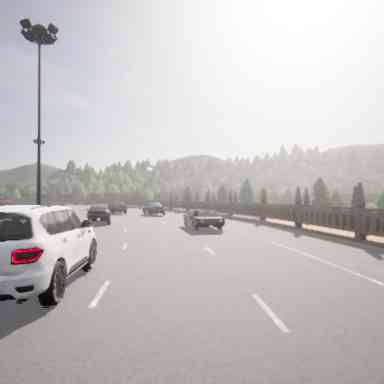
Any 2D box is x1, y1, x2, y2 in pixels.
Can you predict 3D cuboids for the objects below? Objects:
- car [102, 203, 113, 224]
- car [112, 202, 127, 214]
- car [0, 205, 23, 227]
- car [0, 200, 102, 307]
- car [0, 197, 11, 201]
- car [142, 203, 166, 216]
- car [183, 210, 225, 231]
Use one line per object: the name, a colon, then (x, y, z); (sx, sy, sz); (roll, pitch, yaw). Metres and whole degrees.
car: (-7.874, 1.848, 27.981); (1.837, 1.490, 4.892); (0, 0, -16)
car: (-9.570, 2.005, 42.208); (2.128, 1.511, 4.902); (0, -1, -24)
car: (-14.940, 1.857, 26.603); (1.812, 1.442, 4.674); (0, -1, -18)
car: (-3.932, 1.325, 8.294); (2.150, 2.045, 5.566); (0, -1, -5)
car: (-34.814, 1.991, 61.840); (2.150, 2.045, 5.566); (1, -1, -40)
car: (-4.550, 2.000, 39.441); (1.812, 1.442, 4.674); (0, -1, -21)
car: (0.700, 1.876, 23.091); (1.895, 1.301, 4.718); (0, -1, -13)
